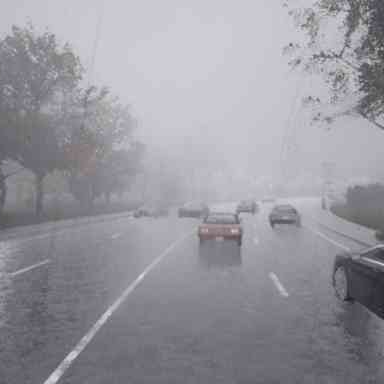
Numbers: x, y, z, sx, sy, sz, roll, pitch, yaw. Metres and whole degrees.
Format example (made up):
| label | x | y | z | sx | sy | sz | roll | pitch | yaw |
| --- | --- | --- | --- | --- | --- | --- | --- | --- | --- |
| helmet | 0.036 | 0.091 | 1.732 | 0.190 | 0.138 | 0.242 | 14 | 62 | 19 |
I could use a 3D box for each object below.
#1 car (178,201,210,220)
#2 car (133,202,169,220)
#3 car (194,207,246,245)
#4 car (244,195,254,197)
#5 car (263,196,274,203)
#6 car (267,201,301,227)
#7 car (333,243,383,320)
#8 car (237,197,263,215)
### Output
| label | x | y | z | sx | sy | sz | roll | pitch | yaw |
| --- | --- | --- | --- | --- | --- | --- | --- | --- | --- |
| car | 0.228 | 1.482 | 28.232 | 1.882 | 1.535 | 5.008 | 0 | 0 | 15 |
| car | -3.377 | 1.551 | 28.177 | 1.994 | 1.385 | 4.181 | 0 | 0 | 14 |
| car | 1.442 | 1.611 | 15.670 | 1.895 | 1.301 | 4.718 | 0 | 0 | 8 |
| car | 11.185 | 1.405 | 66.292 | 2.097 | 1.767 | 4.553 | 0 | 0 | 26 |
| car | 15.097 | 1.543 | 66.359 | 1.882 | 1.535 | 5.008 | 0 | 0 | 25 |
| car | 6.449 | 1.598 | 23.300 | 1.994 | 1.385 | 4.181 | 0 | 0 | 13 |
| car | 3.895 | 1.507 | 5.350 | 2.128 | 1.511 | 4.902 | 0 | 0 | 3 |
| car | 5.831 | 1.580 | 34.527 | 2.033 | 1.411 | 5.357 | 0 | 0 | 18 |
